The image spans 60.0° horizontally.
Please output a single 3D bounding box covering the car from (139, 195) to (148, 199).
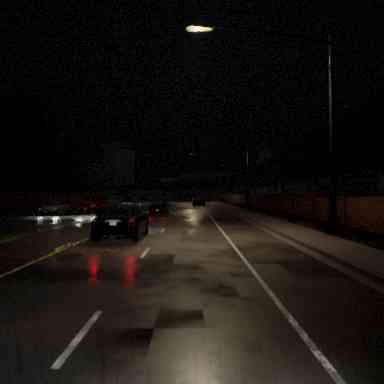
[{"bbox_3d":[-11.152,1.383,76.412,1.837,1.490,4.892,0,0,-4],"label":"car"}]

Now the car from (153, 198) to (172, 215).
[{"bbox_3d":[-3.393,1.612,35.115,1.812,1.442,4.674,0,0,0],"label":"car"}]

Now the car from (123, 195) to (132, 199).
[{"bbox_3d":[-14.541,1.485,75.145,2.033,1.411,5.357,0,0,-4],"label":"car"}]

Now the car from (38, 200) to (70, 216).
[{"bbox_3d":[-14.088,1.611,34.334,1.812,1.442,4.674,0,0,0],"label":"car"}]

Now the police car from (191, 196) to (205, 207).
[{"bbox_3d":[1.061,1.556,52.797,1.930,1.638,5.238,0,0,0],"label":"police car"}]

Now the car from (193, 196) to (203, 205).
[{"bbox_3d":[1.063,1.610,62.880,1.801,1.575,5.366,0,0,0],"label":"car"}]

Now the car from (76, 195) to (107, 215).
[{"bbox_3d":[-10.590,1.310,35.753,2.150,2.045,5.566,0,0,0],"label":"car"}]

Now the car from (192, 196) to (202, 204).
[{"bbox_3d":[0.994,1.681,68.914,1.837,1.490,4.892,0,0,-2],"label":"car"}]

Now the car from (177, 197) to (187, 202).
[{"bbox_3d":[-2.665,2.026,89.236,1.895,1.301,4.718,0,-2,-13],"label":"car"}]

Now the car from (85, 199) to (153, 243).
[{"bbox_3d":[-3.396,1.393,16.420,2.097,1.767,4.553,0,0,0],"label":"car"}]
